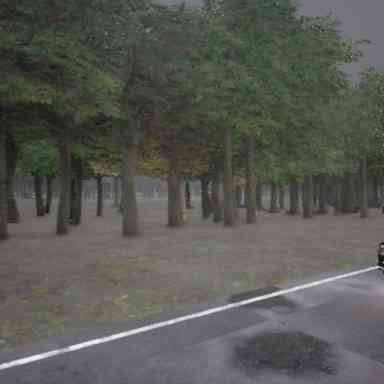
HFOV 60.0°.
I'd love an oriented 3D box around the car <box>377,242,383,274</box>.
[{"bbox_3d":[6.693,1.496,8.574,4.902,1.511,2.128,0,0,-35],"label":"car"}]
